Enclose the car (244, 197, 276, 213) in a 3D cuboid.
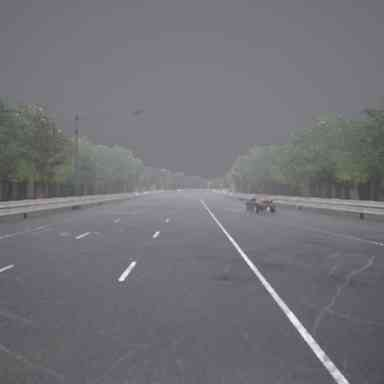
[{"bbox_3d":[6.518,1.223,32.226,1.837,1.490,4.892,0,0,-8],"label":"car"}]
